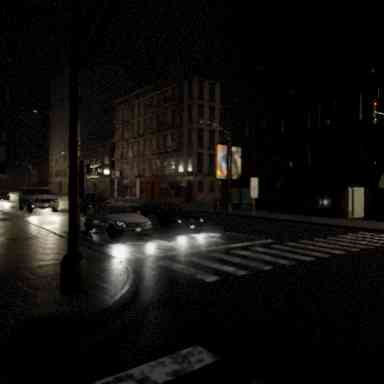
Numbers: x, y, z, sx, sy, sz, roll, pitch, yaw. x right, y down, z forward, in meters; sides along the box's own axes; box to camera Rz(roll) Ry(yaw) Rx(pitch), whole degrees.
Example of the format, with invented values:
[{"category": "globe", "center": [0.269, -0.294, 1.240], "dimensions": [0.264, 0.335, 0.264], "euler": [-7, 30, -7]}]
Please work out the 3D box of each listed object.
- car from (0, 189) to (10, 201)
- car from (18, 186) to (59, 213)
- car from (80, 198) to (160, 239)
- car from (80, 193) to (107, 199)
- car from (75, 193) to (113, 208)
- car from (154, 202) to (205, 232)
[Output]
[{"category": "car", "center": [-25.000, 0.399, 43.293], "dimensions": [2.128, 1.511, 4.902], "euler": [1, 1, -38]}, {"category": "car", "center": [-12.748, 0.577, 27.466], "dimensions": [2.150, 2.045, 5.566], "euler": [1, 1, -38]}, {"category": "car", "center": [-3.613, 1.242, 15.779], "dimensions": [1.812, 1.442, 4.674], "euler": [1, 1, -36]}, {"category": "car", "center": [-8.190, 0.963, 26.913], "dimensions": [1.837, 1.490, 4.892], "euler": [1, 1, -38]}, {"category": "car", "center": [-10.500, 0.841, 35.461], "dimensions": [2.033, 1.411, 5.357], "euler": [1, 1, -38]}, {"category": "car", "center": [-1.605, 1.267, 18.481], "dimensions": [2.033, 1.411, 5.357], "euler": [1, 1, -38]}]
